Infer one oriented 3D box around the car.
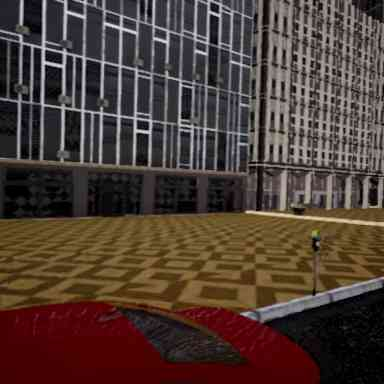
[{"bbox_3d":[-1.187,1.455,1.753,4.507,1.381,1.887,1,2,-34],"label":"car"}]
